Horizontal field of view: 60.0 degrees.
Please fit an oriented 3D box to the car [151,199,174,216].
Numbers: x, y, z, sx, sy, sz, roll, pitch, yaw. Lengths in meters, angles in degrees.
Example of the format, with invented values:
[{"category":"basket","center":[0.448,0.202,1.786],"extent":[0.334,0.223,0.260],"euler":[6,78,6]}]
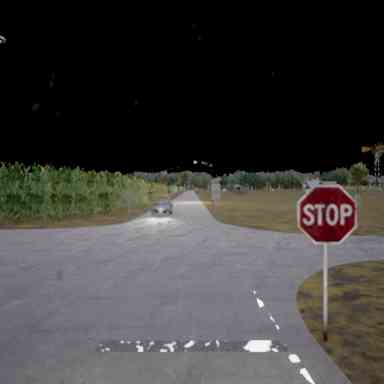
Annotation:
[{"category":"car","center":[-2.752,1.423,31.800],"extent":[2.128,1.511,4.902],"euler":[0,0,0]}]
